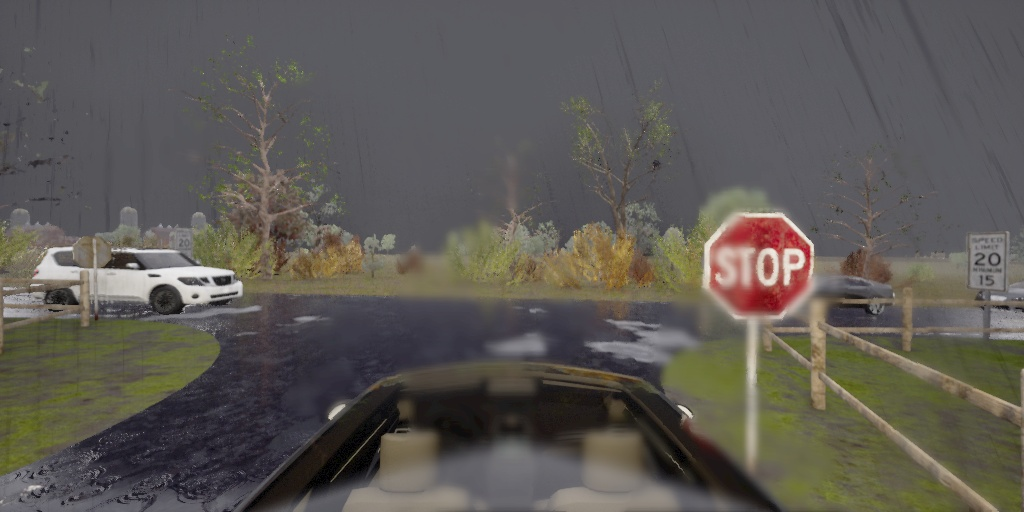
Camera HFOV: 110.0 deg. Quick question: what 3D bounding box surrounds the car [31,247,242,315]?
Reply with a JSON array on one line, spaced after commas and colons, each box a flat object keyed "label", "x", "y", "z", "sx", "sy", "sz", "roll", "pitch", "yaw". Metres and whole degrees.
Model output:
[{"label": "car", "x": -12.276, "y": 0.743, "z": 11.948, "sx": 5.566, "sy": 2.045, "sz": 2.150, "roll": 1, "pitch": 1, "yaw": 0}]

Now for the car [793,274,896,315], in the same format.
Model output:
[{"label": "car", "x": 12.750, "y": 1.510, "z": 14.762, "sx": 4.902, "sy": 1.511, "sz": 2.128, "roll": 1, "pitch": 1, "yaw": 0}]

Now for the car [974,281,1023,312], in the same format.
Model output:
[{"label": "car", "x": 22.166, "y": 1.711, "z": 14.710, "sx": 4.902, "sy": 1.511, "sz": 2.128, "roll": 1, "pitch": 1, "yaw": 0}]
